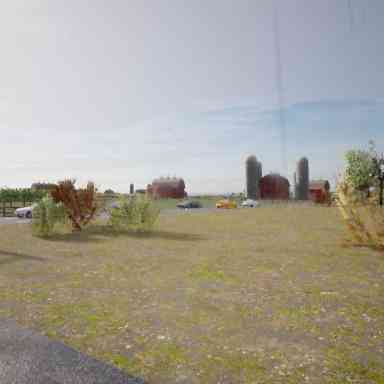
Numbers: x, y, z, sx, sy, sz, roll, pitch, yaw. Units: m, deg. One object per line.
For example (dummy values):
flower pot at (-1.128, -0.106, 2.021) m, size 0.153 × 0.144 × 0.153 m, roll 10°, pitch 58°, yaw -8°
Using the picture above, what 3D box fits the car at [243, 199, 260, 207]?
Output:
car at (11.415, 2.172, 64.255) m, size 1.812 × 1.442 × 4.674 m, roll -1°, pitch -1°, yaw 36°

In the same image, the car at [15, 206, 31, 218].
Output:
car at (-15.208, 1.787, 33.287) m, size 1.812 × 1.442 × 4.674 m, roll -1°, pitch -1°, yaw 36°

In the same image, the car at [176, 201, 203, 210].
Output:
car at (-0.344, 2.088, 53.984) m, size 2.033 × 1.411 × 5.357 m, roll -1°, pitch -1°, yaw 36°

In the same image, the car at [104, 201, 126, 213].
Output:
car at (-9.140, 1.868, 41.751) m, size 2.128 × 1.511 × 4.902 m, roll -1°, pitch -1°, yaw 36°

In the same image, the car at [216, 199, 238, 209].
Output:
car at (5.988, 2.020, 56.634) m, size 1.882 × 1.535 × 5.008 m, roll -1°, pitch -1°, yaw 36°
